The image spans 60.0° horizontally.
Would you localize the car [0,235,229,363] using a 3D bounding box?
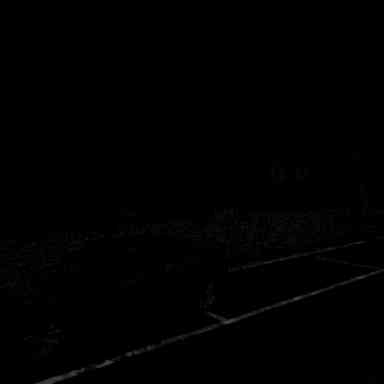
[{"bbox_3d":[-1.275,1.511,5.859,4.313,1.339,1.947,-2,1,-36],"label":"car"}]
